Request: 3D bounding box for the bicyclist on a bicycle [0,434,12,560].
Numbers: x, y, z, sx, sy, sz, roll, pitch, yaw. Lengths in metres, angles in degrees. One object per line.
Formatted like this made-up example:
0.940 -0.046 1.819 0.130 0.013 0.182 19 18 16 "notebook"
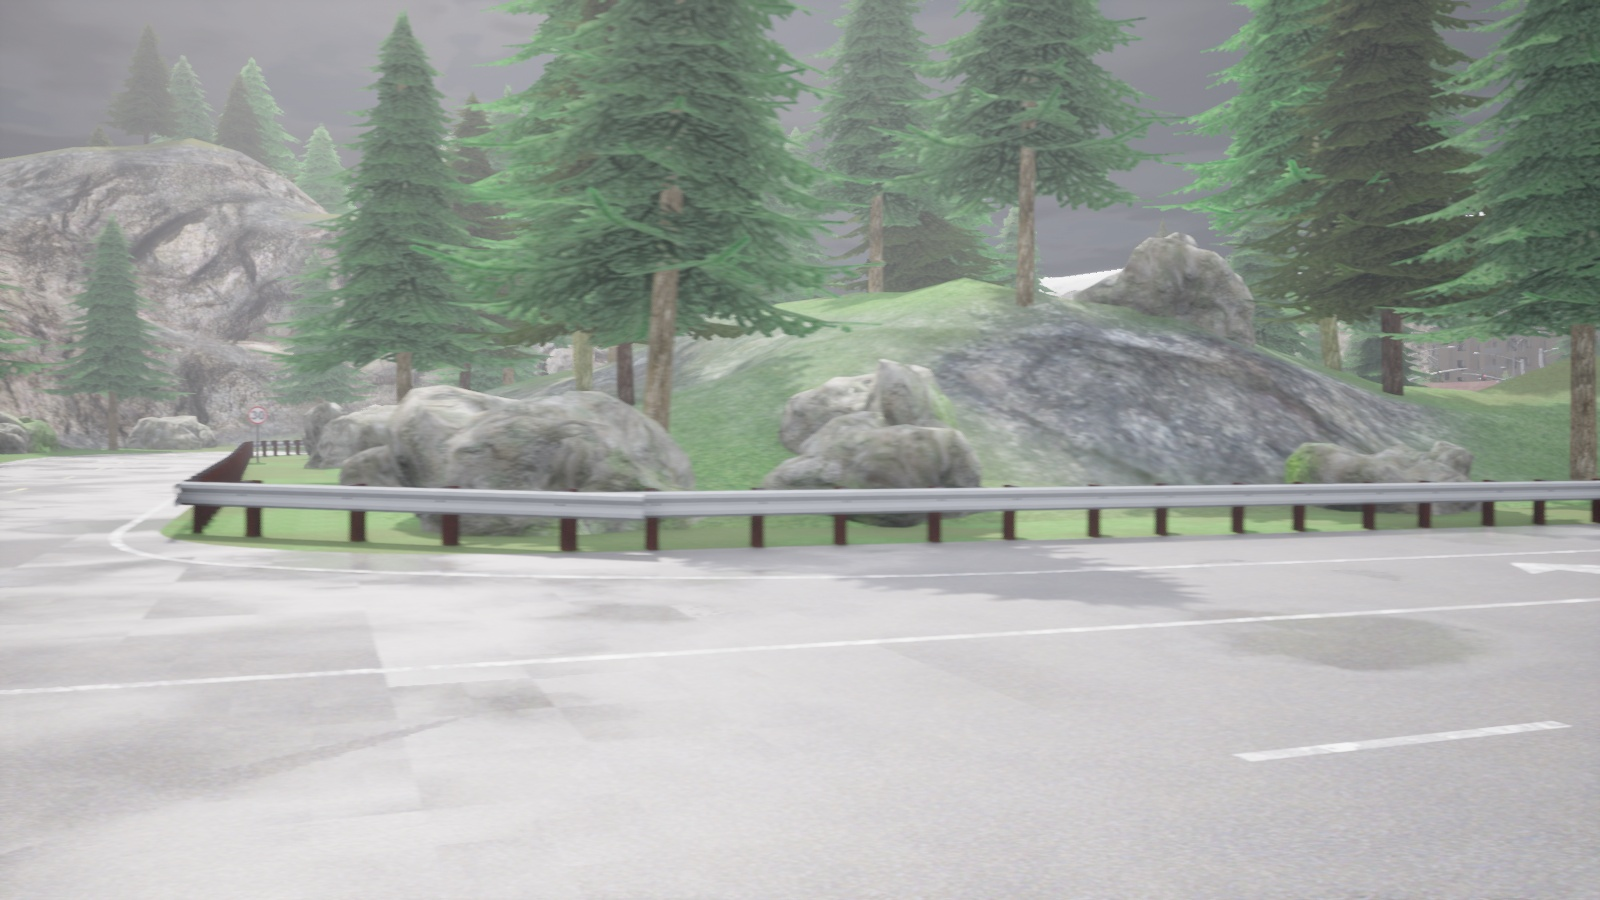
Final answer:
-10.692 0.610 16.287 0.582 1.620 1.656 -1 1 -25 "bicyclist on a bicycle"
